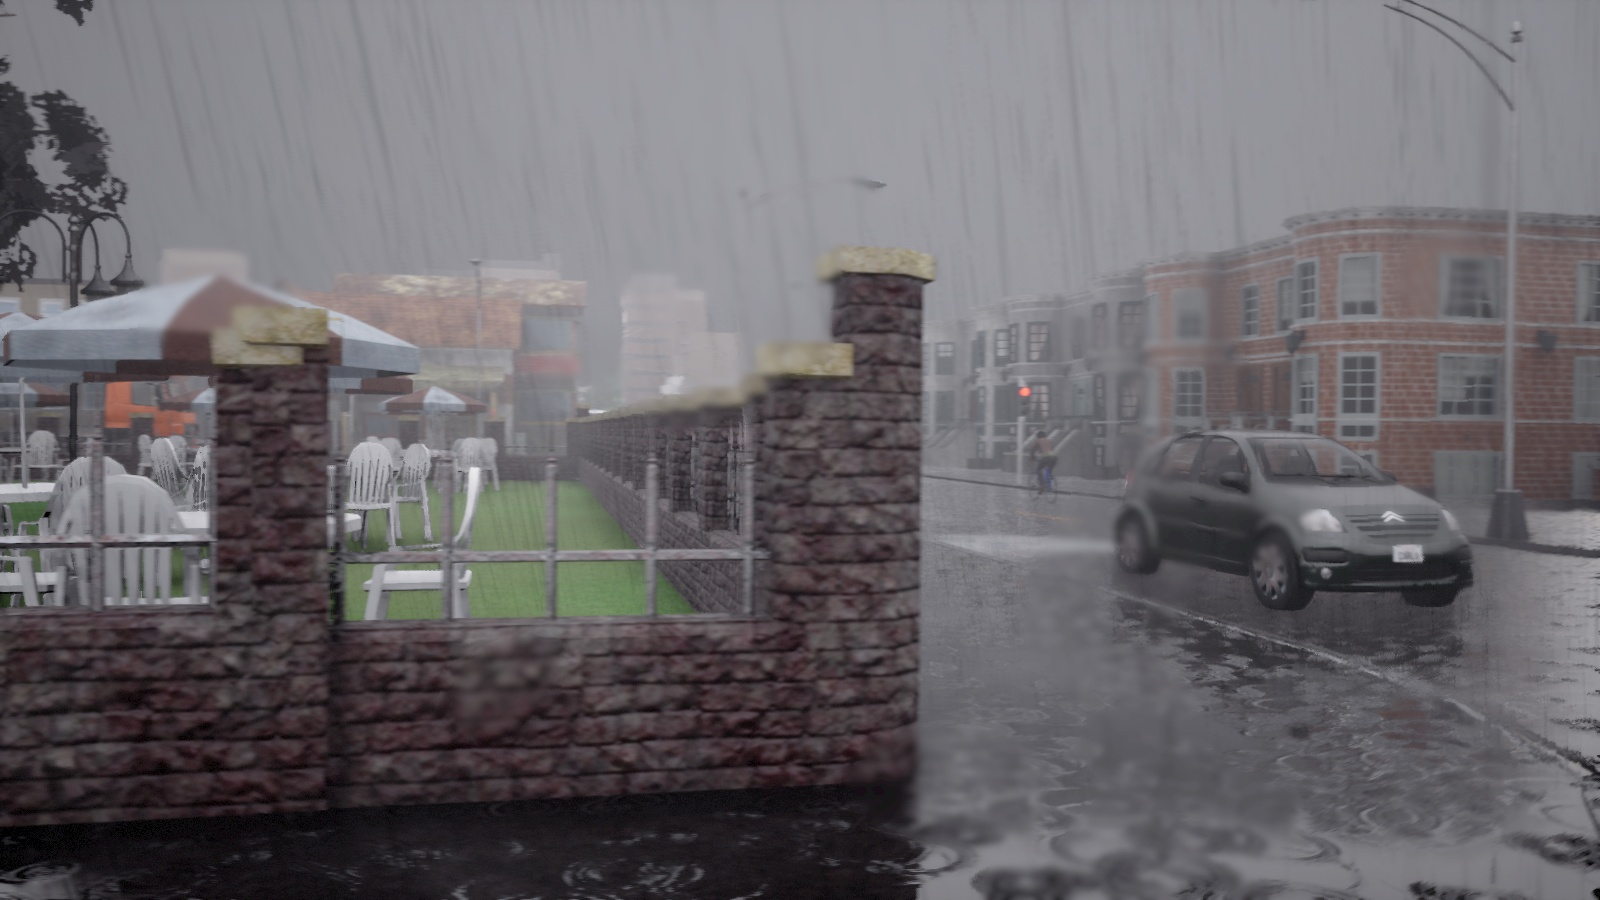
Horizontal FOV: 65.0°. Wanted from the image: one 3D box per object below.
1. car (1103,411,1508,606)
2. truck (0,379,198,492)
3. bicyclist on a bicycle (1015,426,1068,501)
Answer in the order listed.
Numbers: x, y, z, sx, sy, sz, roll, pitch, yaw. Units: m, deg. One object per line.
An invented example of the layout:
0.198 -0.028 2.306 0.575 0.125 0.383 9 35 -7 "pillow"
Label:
4.788 0.459 12.594 1.851 1.617 3.988 -1 1 -12 "car"
-24.027 -0.475 40.390 7.936 3.462 2.891 -1 1 -15 "truck"
5.467 0.275 28.536 0.582 1.620 1.656 -1 2 -12 "bicyclist on a bicycle"
